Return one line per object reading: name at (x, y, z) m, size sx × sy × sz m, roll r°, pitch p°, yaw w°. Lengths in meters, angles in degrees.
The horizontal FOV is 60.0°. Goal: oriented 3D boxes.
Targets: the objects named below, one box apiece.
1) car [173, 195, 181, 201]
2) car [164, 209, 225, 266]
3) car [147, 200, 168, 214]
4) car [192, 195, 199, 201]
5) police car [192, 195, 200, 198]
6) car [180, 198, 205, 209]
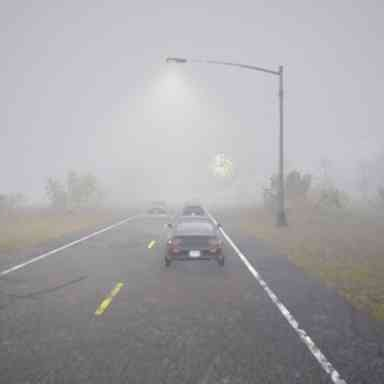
car at (-3.513, 1.433, 78.152) m, size 1.895 × 1.301 × 4.718 m, roll 0°, pitch 0°, yaw 0°
car at (0.086, 1.540, 11.516) m, size 1.812 × 1.442 × 4.674 m, roll 0°, pitch 0°, yaw 0°
car at (-3.605, 1.588, 36.003) m, size 2.033 × 1.411 × 5.357 m, roll 0°, pitch 0°, yaw 0°
car at (1.034, 1.553, 90.318) m, size 1.882 × 1.535 × 5.008 m, roll 0°, pitch 0°, yaw 0°
police car at (1.036, 1.495, 80.426) m, size 1.930 × 1.638 × 5.238 m, roll 0°, pitch 0°, yaw 0°
car at (0.090, 1.540, 29.883) m, size 1.837 × 1.490 × 4.892 m, roll 0°, pitch 0°, yaw 0°
